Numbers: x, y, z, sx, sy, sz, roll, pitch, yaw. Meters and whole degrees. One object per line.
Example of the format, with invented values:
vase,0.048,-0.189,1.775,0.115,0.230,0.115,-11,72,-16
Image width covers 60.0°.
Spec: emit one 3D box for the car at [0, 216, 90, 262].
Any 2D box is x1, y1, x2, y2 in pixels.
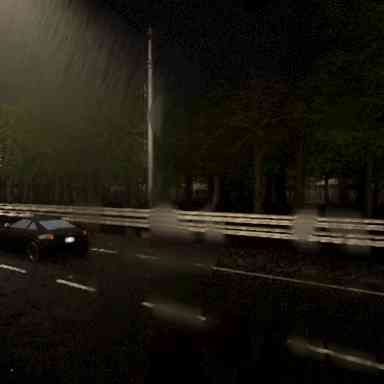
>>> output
car,-5.703,1.567,12.247,4.181,1.385,1.994,0,0,36
